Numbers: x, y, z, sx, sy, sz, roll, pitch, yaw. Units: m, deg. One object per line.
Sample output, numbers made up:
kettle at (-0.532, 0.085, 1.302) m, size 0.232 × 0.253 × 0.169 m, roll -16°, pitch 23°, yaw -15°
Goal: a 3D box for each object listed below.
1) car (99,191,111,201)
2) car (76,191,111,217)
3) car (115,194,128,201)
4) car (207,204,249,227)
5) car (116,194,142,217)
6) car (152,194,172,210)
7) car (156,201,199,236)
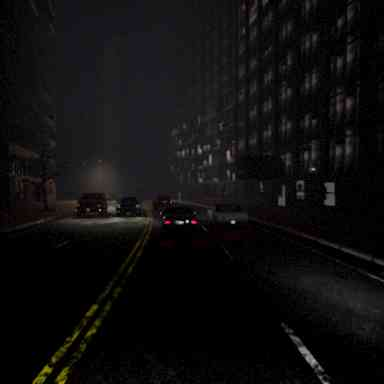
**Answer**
car at (-18.326, 0.755, 70.023) m, size 2.150 × 2.045 × 5.566 m, roll -1°, pitch 1°, yaw -18°
car at (-8.821, 1.044, 29.690) m, size 2.150 × 2.045 × 5.566 m, roll 0°, pitch 0°, yaw -8°
car at (-14.743, 1.067, 69.611) m, size 2.033 × 1.411 × 5.357 m, roll -1°, pitch 1°, yaw -18°
car at (2.170, 1.446, 21.552) m, size 1.895 × 1.301 × 4.718 m, roll 0°, pitch 0°, yaw -6°
car at (-5.530, 1.165, 29.443) m, size 2.097 × 1.767 × 4.553 m, roll 0°, pitch 0°, yaw -8°
car at (-3.359, 1.096, 37.840) m, size 2.097 × 1.767 × 4.553 m, roll 0°, pitch 0°, yaw -10°
car at (-0.730, 1.427, 17.744) m, size 2.033 × 1.411 × 5.357 m, roll 0°, pitch 0°, yaw -5°
